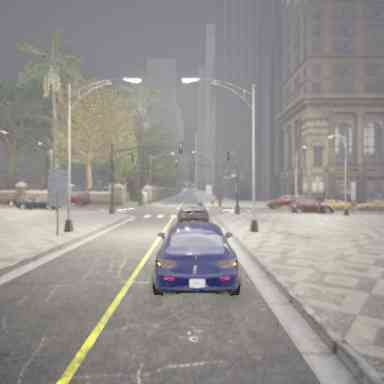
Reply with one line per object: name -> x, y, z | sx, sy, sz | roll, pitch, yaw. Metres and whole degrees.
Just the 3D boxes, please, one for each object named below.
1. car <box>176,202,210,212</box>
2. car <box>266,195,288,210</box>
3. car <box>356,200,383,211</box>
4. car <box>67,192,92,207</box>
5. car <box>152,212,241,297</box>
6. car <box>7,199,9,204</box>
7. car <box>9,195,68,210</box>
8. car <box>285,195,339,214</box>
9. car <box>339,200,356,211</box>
car -> 0.066, 1.372, 20.654 | 1.837, 1.490, 4.892 | 0, 0, 0
car -> 11.809, 1.277, 41.323 | 5.009, 1.841, 2.192 | 1, -1, 0
car -> 22.717, 1.635, 41.307 | 4.829, 1.417, 1.752 | 1, -1, 0
car -> -15.029, 0.893, 41.354 | 5.009, 1.841, 2.192 | 1, -1, 0
car -> 0.086, 1.469, 8.321 | 1.812, 1.442, 4.674 | 0, 0, 0
car -> -20.556, 1.041, 41.357 | 4.507, 1.381, 1.887 | 1, -1, 0
car -> -15.031, 1.137, 32.826 | 4.403, 1.369, 2.008 | 1, -1, 0
car -> 11.807, 1.411, 32.796 | 4.097, 1.590, 1.967 | 1, -1, 0
car -> 17.177, 1.561, 41.314 | 4.829, 1.417, 1.752 | 1, -1, 0
